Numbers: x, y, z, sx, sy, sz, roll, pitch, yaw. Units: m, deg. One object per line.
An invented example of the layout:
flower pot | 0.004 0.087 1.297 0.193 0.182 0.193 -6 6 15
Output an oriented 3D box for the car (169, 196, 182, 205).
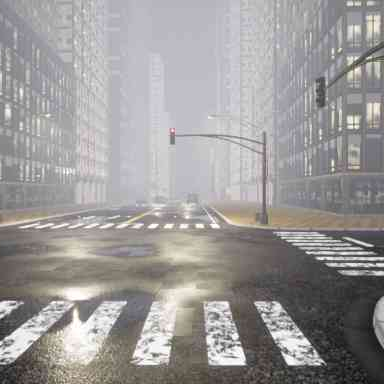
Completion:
car | -3.130 1.702 60.206 1.895 1.301 4.718 0 0 0

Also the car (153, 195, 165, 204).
car | -6.372 1.468 64.382 2.097 1.767 4.553 0 0 0

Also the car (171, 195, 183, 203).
car | -3.110 1.495 70.178 2.128 1.511 4.902 0 0 0

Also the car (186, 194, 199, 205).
car | 0.120 1.322 60.201 2.150 2.045 5.566 0 0 0

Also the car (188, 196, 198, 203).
car | 0.141 1.541 70.588 1.994 1.385 4.181 0 0 0

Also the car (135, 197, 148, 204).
car | -9.622 1.663 64.357 2.033 1.411 5.357 0 0 0
